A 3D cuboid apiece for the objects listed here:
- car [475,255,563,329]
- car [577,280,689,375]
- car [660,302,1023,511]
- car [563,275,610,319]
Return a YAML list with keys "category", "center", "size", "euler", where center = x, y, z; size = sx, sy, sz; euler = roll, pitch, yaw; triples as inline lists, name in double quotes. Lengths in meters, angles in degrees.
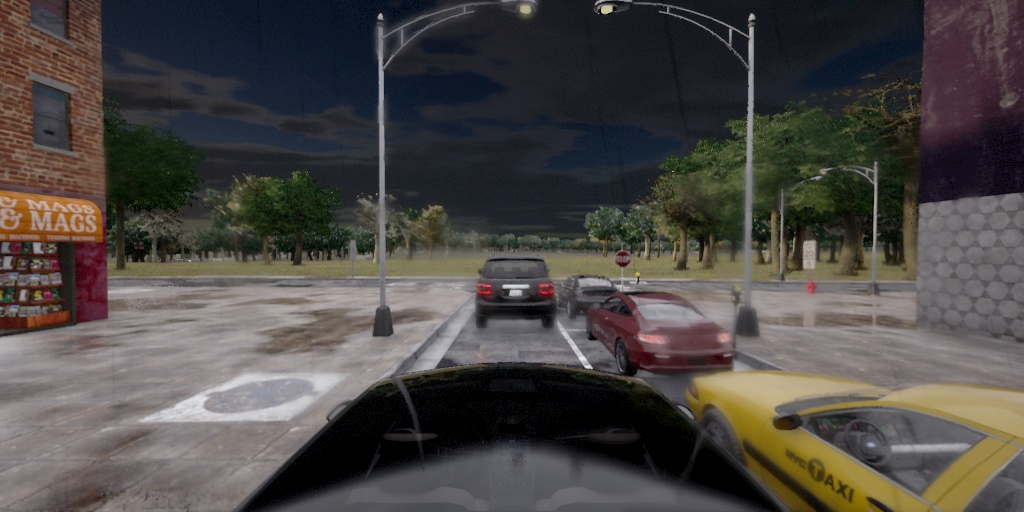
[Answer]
- category: "car"
  center: [0.083, 0.986, 11.432]
  size: [2.150, 2.045, 5.566]
  euler: [0, 0, 0]
- category: "car"
  center: [2.634, 1.339, 7.151]
  size: [1.802, 1.307, 4.207]
  euler: [0, 0, 0]
- category: "car"
  center: [2.637, 1.275, 1.788]
  size: [1.751, 1.417, 4.829]
  euler: [0, 0, 0]
- category: "car"
  center: [2.631, 1.315, 12.683]
  size: [2.007, 1.370, 4.403]
  euler: [0, 0, 0]
